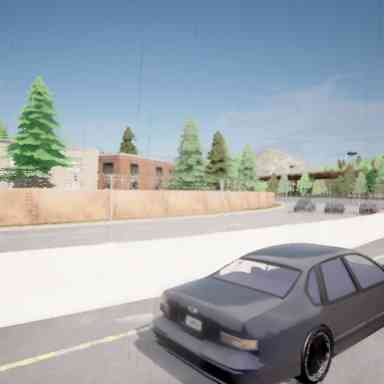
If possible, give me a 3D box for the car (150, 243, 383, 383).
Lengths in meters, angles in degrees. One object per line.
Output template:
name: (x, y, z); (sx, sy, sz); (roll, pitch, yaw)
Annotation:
car: (1.961, 1.584, 5.452); (5.357, 1.411, 2.033); (0, 0, -39)
